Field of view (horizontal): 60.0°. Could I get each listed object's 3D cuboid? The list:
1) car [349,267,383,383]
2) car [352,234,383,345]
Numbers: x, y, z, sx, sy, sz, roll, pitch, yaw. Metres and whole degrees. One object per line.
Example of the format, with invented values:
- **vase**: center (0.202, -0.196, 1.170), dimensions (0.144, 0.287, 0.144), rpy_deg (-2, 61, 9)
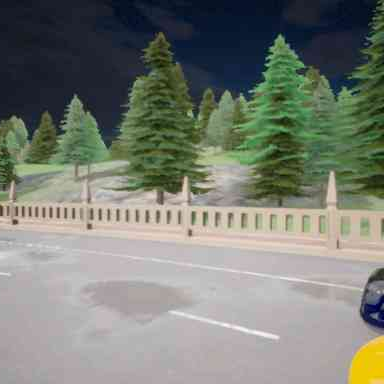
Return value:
- **car**: center (3.385, 1.465, 1.412), dimensions (5.008, 1.535, 1.882), rpy_deg (0, 0, 36)
- **car**: center (4.743, 1.539, 4.727), dimensions (4.181, 1.385, 1.994), rpy_deg (0, 0, 36)
